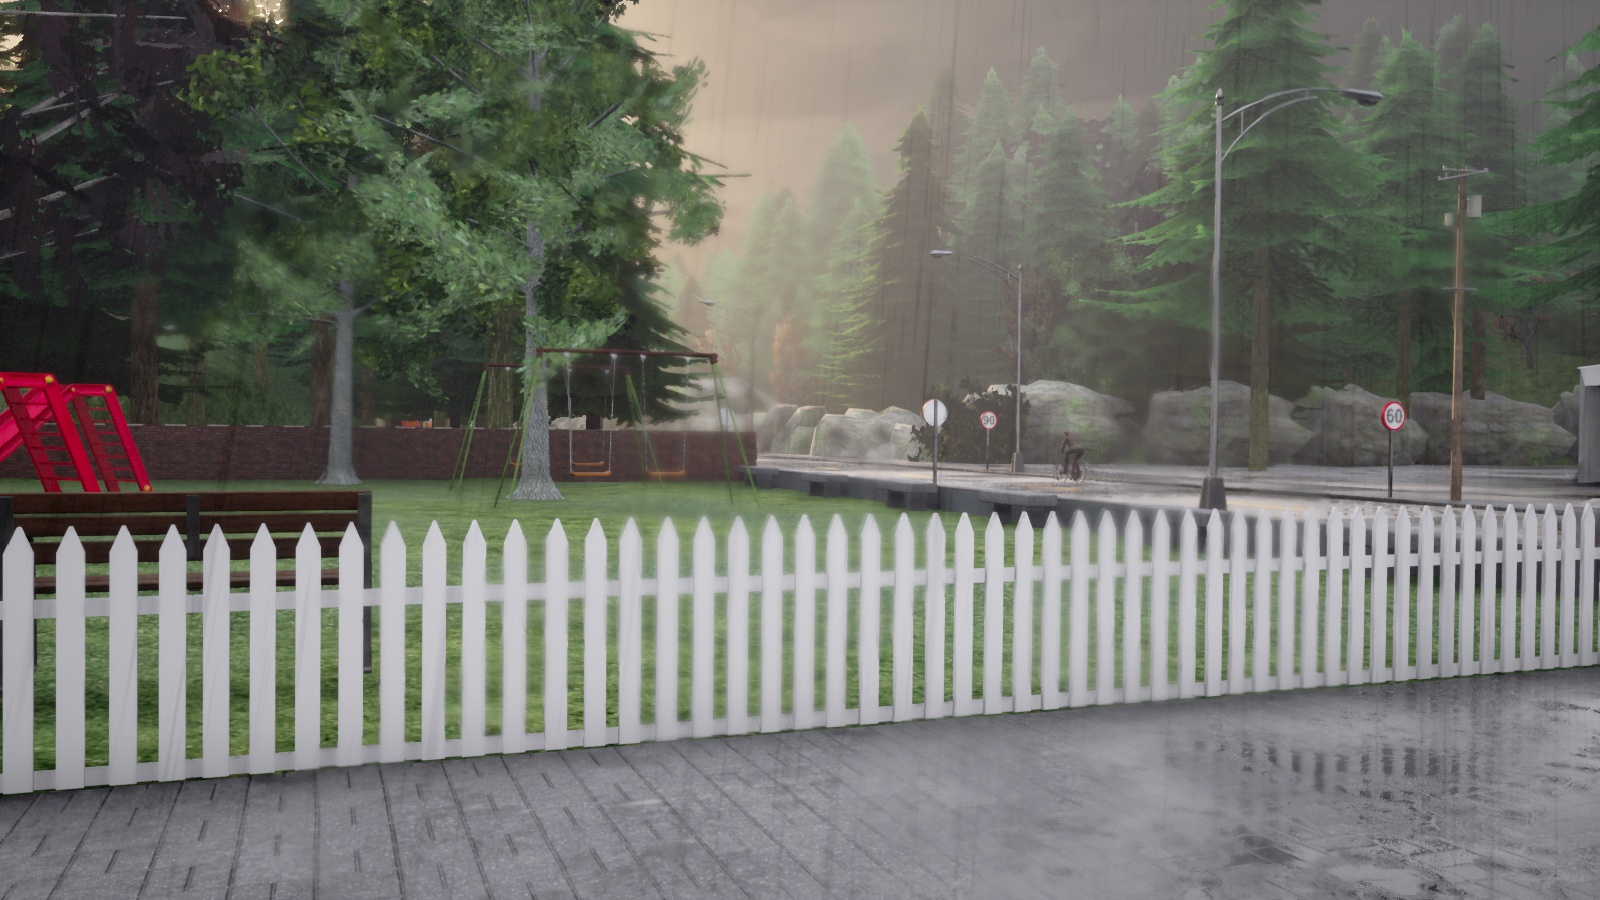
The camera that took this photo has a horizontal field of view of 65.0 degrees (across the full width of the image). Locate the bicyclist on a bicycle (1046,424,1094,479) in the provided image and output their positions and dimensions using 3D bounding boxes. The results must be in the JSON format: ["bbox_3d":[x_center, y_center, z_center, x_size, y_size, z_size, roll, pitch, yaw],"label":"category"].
[{"bbox_3d":[8.127,0.048,37.828,0.582,1.620,1.656,-1,1,-21],"label":"bicyclist on a bicycle"}]
